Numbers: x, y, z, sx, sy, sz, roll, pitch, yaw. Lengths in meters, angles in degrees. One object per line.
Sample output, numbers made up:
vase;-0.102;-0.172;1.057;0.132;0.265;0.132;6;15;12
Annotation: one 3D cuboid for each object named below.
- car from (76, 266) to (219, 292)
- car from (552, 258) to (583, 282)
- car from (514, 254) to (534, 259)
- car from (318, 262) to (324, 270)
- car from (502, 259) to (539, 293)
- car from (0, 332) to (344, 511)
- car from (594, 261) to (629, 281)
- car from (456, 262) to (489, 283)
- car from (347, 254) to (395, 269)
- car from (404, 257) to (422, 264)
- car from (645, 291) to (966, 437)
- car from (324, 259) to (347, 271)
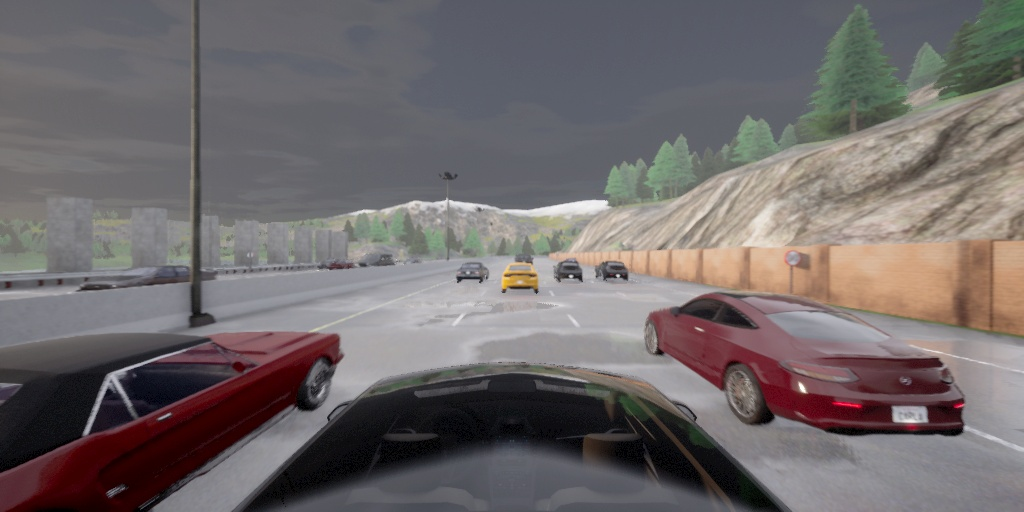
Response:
car;-17.317;1.176;17.590;2.033;1.411;5.357;0;0;2
car;4.262;1.143;27.581;1.837;1.490;4.892;0;1;2
car;1.414;0.778;42.999;2.150;2.045;5.566;0;0;2
car;-23.157;1.039;46.290;1.994;1.385;4.181;0;0;2
car;0.483;1.140;20.282;1.882;1.535;5.008;0;0;2
car;-3.403;1.335;3.118;1.895;1.301;4.718;0;0;1
car;7.804;1.148;28.419;1.837;1.490;4.892;0;1;2
car;-2.816;1.171;26.475;2.033;1.411;5.357;0;0;3
car;-13.136;0.783;34.470;2.150;2.045;5.566;0;0;3
car;-15.828;0.930;57.687;2.128;1.511;4.902;0;0;2
car;3.655;1.266;5.575;1.812;1.442;4.674;0;0;0
car;-19.790;1.103;42.669;1.895;1.301;4.718;0;0;3
